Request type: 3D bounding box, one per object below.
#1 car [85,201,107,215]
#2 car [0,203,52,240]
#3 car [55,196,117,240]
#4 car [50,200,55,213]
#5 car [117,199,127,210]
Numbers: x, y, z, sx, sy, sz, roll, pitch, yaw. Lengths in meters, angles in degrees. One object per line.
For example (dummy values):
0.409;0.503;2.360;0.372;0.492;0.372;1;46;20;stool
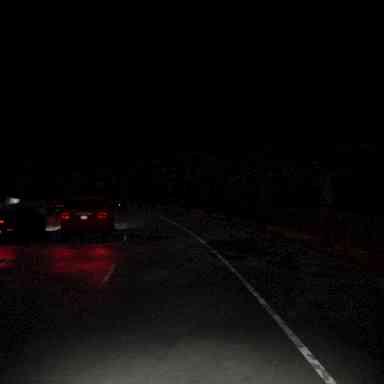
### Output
-10.009;1.600;34.429;1.895;1.301;4.718;0;0;-20;car
-8.746;1.501;16.691;1.837;1.490;4.892;0;-1;-10;car
-5.286;1.221;17.376;2.150;2.045;5.566;0;0;-10;car
-13.077;1.491;32.532;2.128;1.511;4.902;0;0;-20;car
-9.754;1.563;42.808;1.994;1.385;4.181;0;0;-24;car
